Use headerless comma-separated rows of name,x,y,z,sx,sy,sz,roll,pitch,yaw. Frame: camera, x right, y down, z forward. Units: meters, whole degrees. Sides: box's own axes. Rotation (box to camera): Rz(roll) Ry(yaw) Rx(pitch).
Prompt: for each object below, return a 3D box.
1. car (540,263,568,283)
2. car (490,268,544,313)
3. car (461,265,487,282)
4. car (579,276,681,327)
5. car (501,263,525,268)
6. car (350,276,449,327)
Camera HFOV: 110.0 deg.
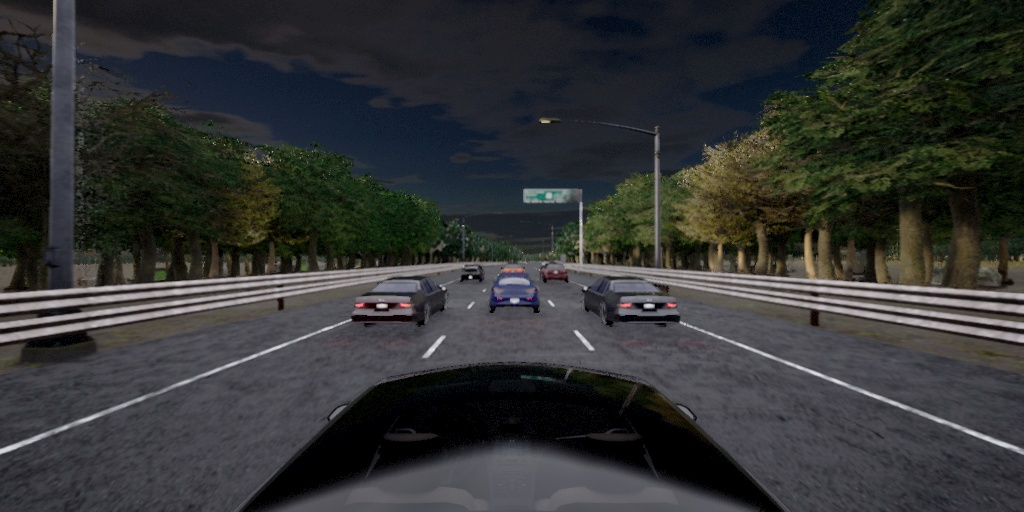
car,3.592,1.361,31.516,2.097,1.767,4.553,0,-1,0
car,0.085,1.384,14.604,1.812,1.442,4.674,0,0,0
car,-3.407,1.517,31.915,1.837,1.490,4.892,0,-1,0
car,3.594,1.382,11.898,2.033,1.411,5.357,0,0,0
car,0.092,1.361,31.514,2.097,1.767,4.553,0,-1,0
car,-3.405,1.382,11.911,2.033,1.411,5.357,0,0,0
